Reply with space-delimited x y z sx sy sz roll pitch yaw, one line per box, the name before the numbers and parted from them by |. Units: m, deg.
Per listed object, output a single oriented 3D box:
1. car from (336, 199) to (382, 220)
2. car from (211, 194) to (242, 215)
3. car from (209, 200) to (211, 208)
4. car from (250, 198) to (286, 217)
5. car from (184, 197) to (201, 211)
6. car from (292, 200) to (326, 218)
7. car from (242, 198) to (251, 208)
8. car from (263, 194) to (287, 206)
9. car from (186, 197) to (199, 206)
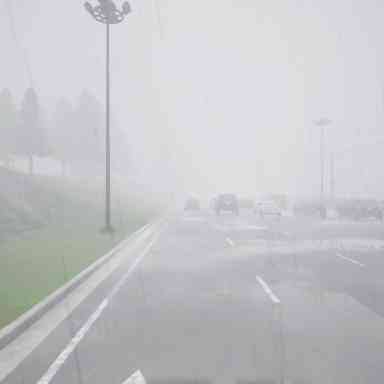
car | 14.058 1.352 28.270 2.097 1.767 4.553 0 0 1
car | 3.492 1.219 34.397 2.150 2.045 5.566 0 0 1
car | 3.481 1.526 46.042 1.812 1.442 4.674 0 0 0
car | 7.039 1.526 31.194 1.812 1.442 4.674 0 0 0
car | 0.044 1.547 40.620 2.033 1.411 5.357 0 0 0
car | 10.551 1.503 30.198 1.837 1.490 4.892 0 0 0
car | 7.019 1.478 43.963 1.882 1.535 5.008 0 0 0
car | 10.517 1.221 42.774 2.150 2.045 5.566 0 0 0
car | 0.017 1.547 54.994 2.033 1.411 5.357 0 0 -3
